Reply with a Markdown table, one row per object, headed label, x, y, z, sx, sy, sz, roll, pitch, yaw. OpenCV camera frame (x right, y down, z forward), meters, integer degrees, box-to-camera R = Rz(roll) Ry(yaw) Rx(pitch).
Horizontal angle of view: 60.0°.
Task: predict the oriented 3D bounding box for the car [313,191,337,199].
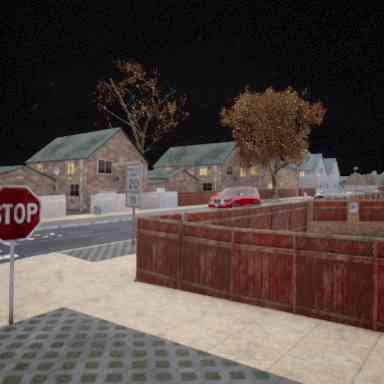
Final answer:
| label | x | y | z | sx | sy | sz | roll | pitch | yaw |
| --- | --- | --- | --- | --- | --- | --- | --- | --- | --- |
| car | 17.654 | 0.514 | 44.137 | 1.994 | 1.385 | 4.181 | 2 | 2 | 41 |

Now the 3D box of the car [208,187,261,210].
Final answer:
| label | x | y | z | sx | sy | sz | roll | pitch | yaw |
| --- | --- | --- | --- | --- | --- | --- | --- | --- | --- |
| car | 3.669 | 0.623 | 27.786 | 2.150 | 2.045 | 5.566 | 1 | 2 | 40 |
